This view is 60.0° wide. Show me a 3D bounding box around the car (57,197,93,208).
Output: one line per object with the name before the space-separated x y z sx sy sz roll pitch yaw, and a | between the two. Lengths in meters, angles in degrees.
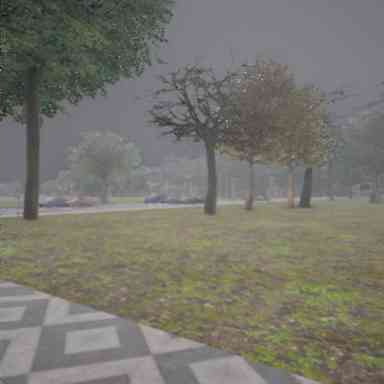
car | -15.528 1.454 45.249 1.994 1.385 4.181 0 0 35

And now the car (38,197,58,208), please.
car | -18.954 1.456 46.043 2.033 1.411 5.357 0 0 35

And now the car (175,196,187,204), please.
car | -0.562 1.476 60.444 1.994 1.385 4.181 0 0 36

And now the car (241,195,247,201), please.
car | 13.416 1.505 80.309 1.812 1.442 4.674 0 0 35

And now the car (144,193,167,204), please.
car | -6.731 1.177 63.128 2.150 2.045 5.566 0 0 35

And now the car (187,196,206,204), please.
car | 1.829 1.397 58.198 1.837 1.490 4.892 0 0 36

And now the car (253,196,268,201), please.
car | 16.670 1.517 79.280 1.994 1.385 4.181 0 0 35

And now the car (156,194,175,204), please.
car | -4.052 1.515 61.284 1.994 1.385 4.181 0 0 35
